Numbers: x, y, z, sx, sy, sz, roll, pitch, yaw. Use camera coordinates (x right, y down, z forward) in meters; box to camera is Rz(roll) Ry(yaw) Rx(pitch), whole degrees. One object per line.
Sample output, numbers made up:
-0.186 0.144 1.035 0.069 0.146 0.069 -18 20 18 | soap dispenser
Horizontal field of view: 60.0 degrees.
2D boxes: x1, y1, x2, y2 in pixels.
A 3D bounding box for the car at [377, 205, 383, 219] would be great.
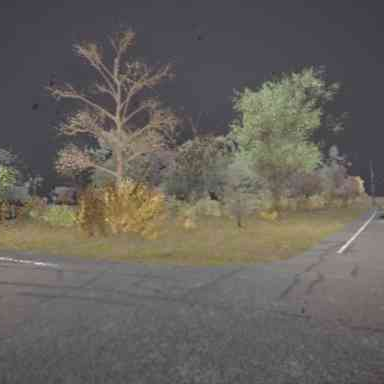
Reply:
20.315 2.014 34.351 2.033 1.411 5.357 -4 -2 30 | car
